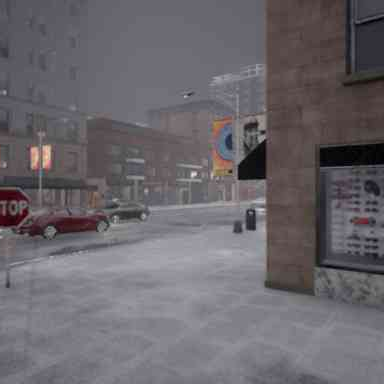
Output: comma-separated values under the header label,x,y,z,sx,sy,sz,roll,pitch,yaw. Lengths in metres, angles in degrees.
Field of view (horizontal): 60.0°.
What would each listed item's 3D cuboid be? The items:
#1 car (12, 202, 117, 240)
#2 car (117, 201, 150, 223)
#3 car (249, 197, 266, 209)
label,x,y,z,sx,sy,sz,roll,pitch,yaw
car,-6.559,1.468,17.242,1.882,1.535,5.008,0,0,35
car,-5.266,1.483,25.015,1.837,1.490,4.892,0,0,35
car,9.528,1.465,45.705,1.812,1.442,4.674,0,0,36
